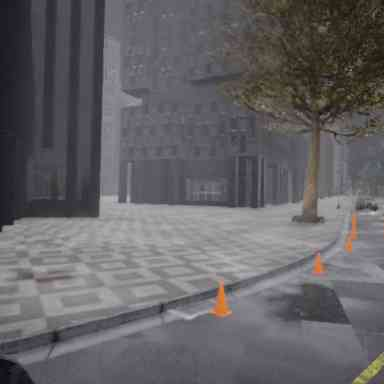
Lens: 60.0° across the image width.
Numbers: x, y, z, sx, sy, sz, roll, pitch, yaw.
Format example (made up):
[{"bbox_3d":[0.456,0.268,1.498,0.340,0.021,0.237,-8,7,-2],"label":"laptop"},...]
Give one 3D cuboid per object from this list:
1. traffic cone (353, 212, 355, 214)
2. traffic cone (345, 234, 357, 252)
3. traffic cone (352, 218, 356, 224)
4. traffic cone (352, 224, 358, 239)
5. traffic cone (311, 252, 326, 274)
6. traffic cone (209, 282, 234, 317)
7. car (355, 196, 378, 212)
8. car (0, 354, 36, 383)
[{"bbox_3d":[15.206,2.274,31.211,0.340,0.580,0.340,1,0,26],"label":"traffic cone"},{"bbox_3d":[6.423,2.119,13.562,0.340,0.580,0.340,1,0,32],"label":"traffic cone"},{"bbox_3d":[10.842,2.205,22.213,0.340,0.580,0.340,1,0,26],"label":"traffic cone"},{"bbox_3d":[8.659,2.163,17.715,0.340,0.580,0.340,1,0,26],"label":"traffic cone"},{"bbox_3d":[3.721,2.069,9.770,0.340,0.580,0.340,0,0,39],"label":"traffic cone"},{"bbox_3d":[0.563,2.016,6.348,0.340,0.580,0.340,1,-1,-44],"label":"traffic cone"},{"bbox_3d":[24.550,1.618,46.945,2.150,2.045,5.566,1,0,19],"label":"car"},{"bbox_3d":[-2.675,1.552,1.148,4.181,1.385,1.994,1,-1,-36],"label":"car"}]
